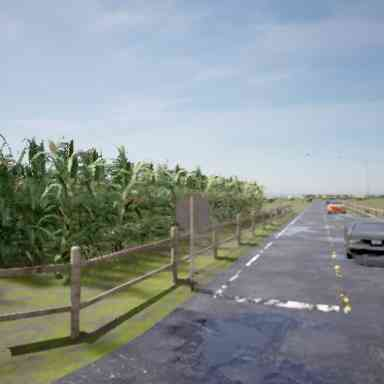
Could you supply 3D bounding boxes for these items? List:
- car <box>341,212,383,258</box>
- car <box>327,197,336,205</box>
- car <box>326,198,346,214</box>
[{"bbox_3d":[7.058,1.733,13.233,2.033,1.411,5.357,-1,-1,23],"label":"car"},{"bbox_3d":[36.762,2.442,87.707,2.150,2.045,5.566,-1,-1,21],"label":"car"},{"bbox_3d":[19.230,1.975,44.306,2.097,1.767,4.553,-1,-1,21],"label":"car"}]
